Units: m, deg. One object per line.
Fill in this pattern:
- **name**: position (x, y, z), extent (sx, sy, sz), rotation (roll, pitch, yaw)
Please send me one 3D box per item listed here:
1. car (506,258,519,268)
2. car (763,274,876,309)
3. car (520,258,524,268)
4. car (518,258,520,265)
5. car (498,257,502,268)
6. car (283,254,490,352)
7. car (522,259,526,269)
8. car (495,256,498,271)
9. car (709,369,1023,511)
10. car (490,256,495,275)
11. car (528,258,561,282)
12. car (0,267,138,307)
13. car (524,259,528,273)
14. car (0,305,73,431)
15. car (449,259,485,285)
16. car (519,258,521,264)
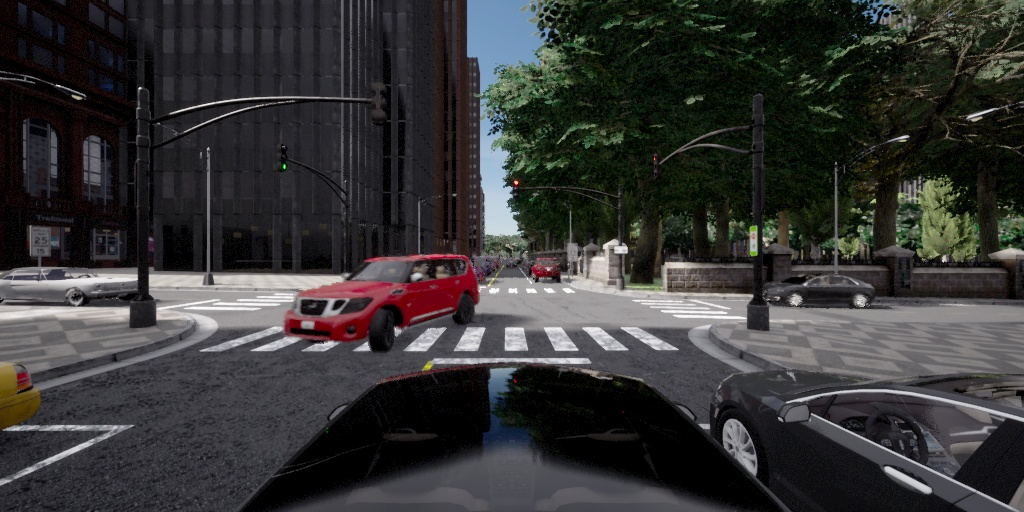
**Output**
- **car**: position (-0.101, 1.399, 61.496), extent (1.895, 1.301, 4.718), rotation (0, 0, 0)
- **car**: position (13.876, 1.564, 16.601), extent (4.892, 1.490, 1.837), rotation (1, 0, -1)
- **car**: position (2.599, 1.336, 50.253), extent (2.007, 1.370, 4.403), rotation (0, 0, 0)
- **car**: position (2.562, 1.237, 61.166), extent (1.967, 1.591, 4.097), rotation (0, 0, 0)
- **car**: position (-3.241, 1.015, 57.274), extent (2.150, 2.045, 5.566), rotation (0, 0, 0)
- **car**: position (-2.898, 0.978, 9.498), extent (2.150, 2.045, 5.566), rotation (-1, 0, 23)
- **car**: position (2.618, 1.329, 44.796), extent (2.007, 1.370, 4.403), rotation (0, 0, 0)
- **car**: position (-3.242, 1.133, 46.768), extent (2.097, 1.767, 4.553), rotation (0, 0, 0)
- **car**: position (2.764, 1.300, 1.763), extent (2.007, 1.370, 4.403), rotation (0, 0, 0)
- **car**: position (-3.213, 0.991, 36.585), extent (2.150, 2.045, 5.566), rotation (0, 0, 0)
- **car**: position (2.674, 1.076, 28.428), extent (2.192, 1.841, 5.009), rotation (0, 0, 0)
- **car**: position (-16.479, 1.069, 13.130), extent (4.718, 1.301, 1.895), rotation (1, 0, -1)
- **car**: position (2.637, 1.338, 39.340), extent (1.948, 1.339, 4.313), rotation (0, 0, 0)
- **car**: position (-5.760, 1.275, 1.555), extent (1.751, 1.417, 4.829), rotation (0, 0, 0)
- **car**: position (-3.248, 1.112, 26.826), extent (2.097, 1.767, 4.553), rotation (0, 0, 1)
- **car**: position (2.581, 1.231, 55.710), extent (1.967, 1.591, 4.097), rotation (0, 0, 0)
